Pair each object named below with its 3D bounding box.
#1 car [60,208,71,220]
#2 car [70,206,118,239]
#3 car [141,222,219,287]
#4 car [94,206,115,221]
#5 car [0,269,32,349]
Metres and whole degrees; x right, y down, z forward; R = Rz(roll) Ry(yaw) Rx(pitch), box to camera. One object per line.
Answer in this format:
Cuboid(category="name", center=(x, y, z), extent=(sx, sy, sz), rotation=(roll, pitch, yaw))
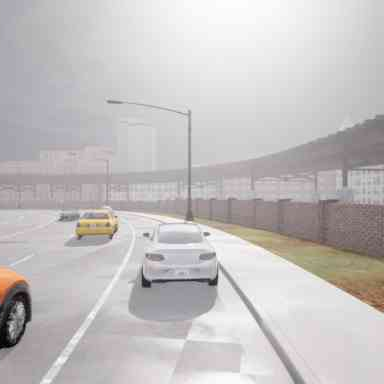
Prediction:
Cuboid(category="car", center=(-13.545, 2.378, 36.859), extent=(1.895, 1.301, 4.718), rotation=(0, -2, -20))
Cuboid(category="car", center=(-5.179, 1.682, 18.601), extent=(1.801, 1.575, 5.366), rotation=(0, -2, -9))
Cuboid(category="car", center=(-0.407, 1.583, 9.382), extent=(1.812, 1.442, 4.674), rotation=(0, -1, -5))
Cuboid(category="car", center=(-9.389, 2.237, 35.495), extent=(1.812, 1.442, 4.674), rotation=(0, -2, -19))
Cuboid(category="car", center=(-3.554, 1.360, 3.432), extent=(2.097, 1.767, 4.553), rotation=(0, 0, -1))
